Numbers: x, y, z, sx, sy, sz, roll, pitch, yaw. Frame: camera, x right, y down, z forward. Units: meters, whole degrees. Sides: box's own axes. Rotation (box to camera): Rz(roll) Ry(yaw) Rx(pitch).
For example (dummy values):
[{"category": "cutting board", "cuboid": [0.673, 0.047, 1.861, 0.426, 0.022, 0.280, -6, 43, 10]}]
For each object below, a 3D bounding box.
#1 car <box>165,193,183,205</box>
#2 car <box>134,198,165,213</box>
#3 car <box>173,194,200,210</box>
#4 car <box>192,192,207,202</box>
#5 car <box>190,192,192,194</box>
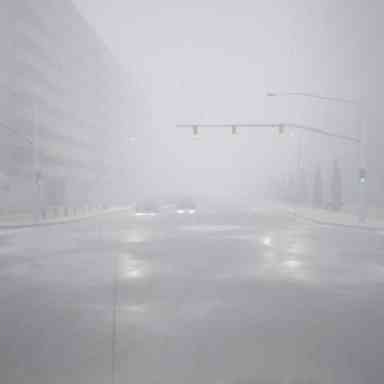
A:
[{"category": "car", "cuboid": [-2.886, 1.119, 49.027, 2.033, 1.411, 5.357, 0, 0, 6]}, {"category": "car", "cuboid": [-4.323, 1.280, 33.061, 1.994, 1.385, 4.181, 0, 1, 5]}, {"category": "car", "cuboid": [-0.533, 1.230, 37.146, 1.994, 1.385, 4.181, 0, 0, 5]}, {"category": "car", "cuboid": [1.626, 1.017, 58.714, 2.033, 1.411, 5.357, 0, 0, 6]}, {"category": "car", "cuboid": [0.035, 0.825, 77.872, 1.812, 1.442, 4.674, 0, 1, 6]}]
